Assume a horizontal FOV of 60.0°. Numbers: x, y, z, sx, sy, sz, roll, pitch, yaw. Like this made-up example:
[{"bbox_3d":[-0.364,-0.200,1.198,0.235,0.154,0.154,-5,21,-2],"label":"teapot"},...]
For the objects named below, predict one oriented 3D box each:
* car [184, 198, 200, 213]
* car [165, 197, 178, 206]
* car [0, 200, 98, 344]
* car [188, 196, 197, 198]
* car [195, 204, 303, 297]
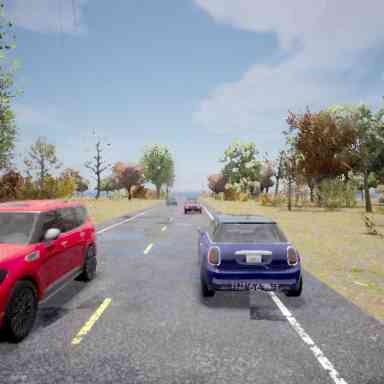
[{"bbox_3d":[0.118,1.652,36.713,1.895,1.301,4.718,0,0,0],"label":"car"},{"bbox_3d":[-3.430,1.621,55.959,1.837,1.490,4.892,0,0,0],"label":"car"},{"bbox_3d":[-3.592,1.223,6.775,2.150,2.045,5.566,0,0,0],"label":"car"},{"bbox_3d":[0.073,1.436,46.598,2.097,1.767,4.553,0,0,0],"label":"car"},{"bbox_3d":[1.235,1.354,8.757,2.097,1.767,4.553,0,0,0],"label":"car"}]
